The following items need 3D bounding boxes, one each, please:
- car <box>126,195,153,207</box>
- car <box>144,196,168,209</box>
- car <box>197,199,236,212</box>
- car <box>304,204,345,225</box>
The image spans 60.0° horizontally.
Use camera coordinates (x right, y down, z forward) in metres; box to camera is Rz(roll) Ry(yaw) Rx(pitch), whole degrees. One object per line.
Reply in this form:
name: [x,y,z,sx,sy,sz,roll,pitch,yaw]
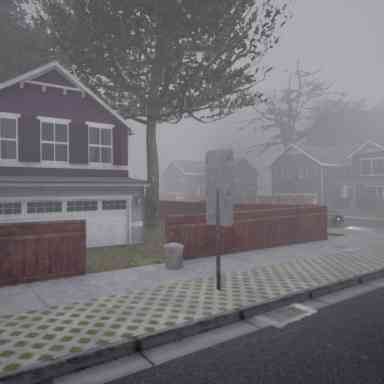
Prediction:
car: [-7.834,1.307,49.061,1.882,1.535,5.008,-1,1,-36]
car: [-4.803,1.359,40.040,1.882,1.535,5.008,-1,1,-36]
car: [1.948,1.423,30.794,1.837,1.490,4.892,-1,1,-37]
car: [8.024,1.523,22.493,1.994,1.385,4.181,-1,1,-36]
